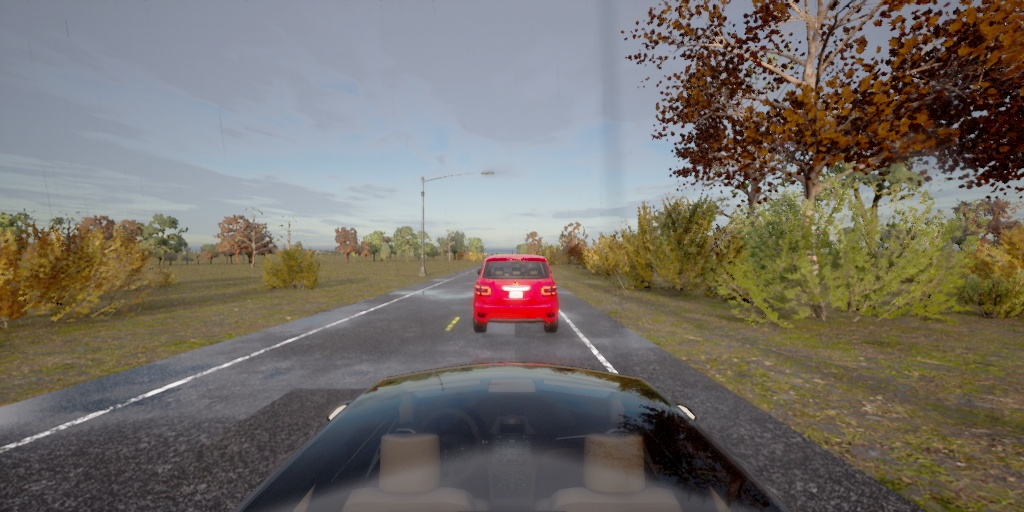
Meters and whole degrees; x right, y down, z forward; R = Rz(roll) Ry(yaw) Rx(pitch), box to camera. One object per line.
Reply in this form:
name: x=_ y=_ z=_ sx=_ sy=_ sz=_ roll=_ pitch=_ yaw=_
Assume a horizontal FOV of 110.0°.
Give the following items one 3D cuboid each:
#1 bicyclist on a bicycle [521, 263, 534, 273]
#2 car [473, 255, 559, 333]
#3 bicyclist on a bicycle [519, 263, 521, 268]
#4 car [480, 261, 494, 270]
bicyclist on a bicycle: x=0.933 y=1.141 z=18.627 sx=0.659 sy=1.776 sz=1.843 roll=0 pitch=0 yaw=0
car: x=0.086 y=0.983 z=10.920 sx=2.150 sy=2.045 sz=5.566 roll=0 pitch=0 yaw=0
bicyclist on a bicycle: x=0.887 y=1.154 z=28.640 sx=0.659 sy=1.776 sz=1.843 roll=0 pitch=0 yaw=0
car: x=-3.897 y=1.422 z=55.925 sx=1.895 sy=1.301 sz=4.718 roll=0 pitch=0 yaw=-1
